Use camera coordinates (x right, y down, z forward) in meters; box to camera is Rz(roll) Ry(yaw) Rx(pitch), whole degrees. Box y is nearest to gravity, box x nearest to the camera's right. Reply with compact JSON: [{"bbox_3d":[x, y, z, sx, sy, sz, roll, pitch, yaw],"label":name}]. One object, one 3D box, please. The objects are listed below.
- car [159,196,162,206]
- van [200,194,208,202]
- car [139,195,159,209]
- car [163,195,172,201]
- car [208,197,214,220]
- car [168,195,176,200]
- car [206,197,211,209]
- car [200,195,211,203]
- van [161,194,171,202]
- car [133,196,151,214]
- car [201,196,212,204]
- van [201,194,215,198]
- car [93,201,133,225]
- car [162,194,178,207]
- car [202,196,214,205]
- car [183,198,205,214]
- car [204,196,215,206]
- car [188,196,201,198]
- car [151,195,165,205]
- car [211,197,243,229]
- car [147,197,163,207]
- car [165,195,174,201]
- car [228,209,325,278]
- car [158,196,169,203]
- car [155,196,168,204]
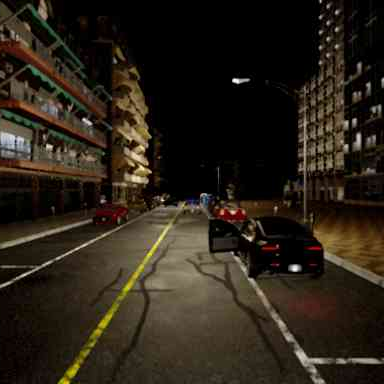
[{"bbox_3d":[-5.697,1.485,45.712,2.008,1.369,4.403,0,0,0],"label":"car"},{"bbox_3d":[2.680,1.259,73.346,1.690,1.788,3.998,0,0,0],"label":"van"},{"bbox_3d":[-5.699,1.255,40.185,2.192,1.841,5.009,0,0,0],"label":"car"},{"bbox_3d":[-5.699,1.499,78.871,1.802,1.307,4.206,0,0,0],"label":"car"},{"bbox_3d":[2.683,1.479,29.302,1.752,1.417,4.829,0,0,0],"label":"car"},{"bbox_3d":[-5.699,1.482,95.451,1.947,1.339,4.313,0,0,0],"label":"car"},{"bbox_3d":[2.683,1.528,34.659,1.802,1.307,4.206,0,0,0],"label":"car"},{"bbox_3d":[2.681,1.360,67.818,1.967,1.590,4.097,0,0,0],"label":"car"},{"bbox_3d":[-5.700,1.259,73.345,1.690,1.788,3.998,0,0,0],"label":"van"},{"bbox_3d":[-5.698,1.472,34.489,1.752,1.417,4.829,0,0,0],"label":"car"},{"bbox_3d":[2.682,1.488,62.292,1.947,1.339,4.313,0,0,0],"label":"car"},{"bbox_3d":[2.681,1.271,51.238,1.690,1.788,3.998,0,0,0],"label":"van"},{"bbox_3d":[-5.697,1.505,23.605,1.887,1.381,4.507,0,0,0],"label":"car"},{"bbox_3d":[-3.005,1.413,48.646,1.882,1.535,5.008,0,0,0],"label":"car"},{"bbox_3d":[2.682,1.451,56.934,1.752,1.417,4.829,0,0,0],"label":"car"},{"bbox_3d":[0.054,1.547,34.745,1.895,1.301,4.718,0,0,0],"label":"car"},{"bbox_3d":[2.683,1.522,40.185,1.802,1.307,4.206,0,0,0],"label":"car"},{"bbox_3d":[0.032,1.409,48.614,1.882,1.535,5.008,0,0,1],"label":"car"},{"bbox_3d":[-5.698,1.365,56.764,1.967,1.590,4.097,0,0,0],"label":"car"},{"bbox_3d":[2.683,1.401,23.605,1.967,1.590,4.097,0,0,0],"label":"car"},{"bbox_3d":[-5.697,1.480,51.239,2.008,1.369,4.403,0,0,0],"label":"car"},{"bbox_3d":[-5.699,1.498,84.397,1.802,1.307,4.206,0,0,0],"label":"car"},{"bbox_3d":[2.354,1.486,10.023,1.837,1.490,4.892,0,0,0],"label":"car"},{"bbox_3d":[-5.698,1.465,67.818,1.887,1.381,4.507,0,0,0],"label":"car"},{"bbox_3d":[-5.698,1.488,62.292,1.947,1.339,4.313,0,0,0],"label":"car"}]
